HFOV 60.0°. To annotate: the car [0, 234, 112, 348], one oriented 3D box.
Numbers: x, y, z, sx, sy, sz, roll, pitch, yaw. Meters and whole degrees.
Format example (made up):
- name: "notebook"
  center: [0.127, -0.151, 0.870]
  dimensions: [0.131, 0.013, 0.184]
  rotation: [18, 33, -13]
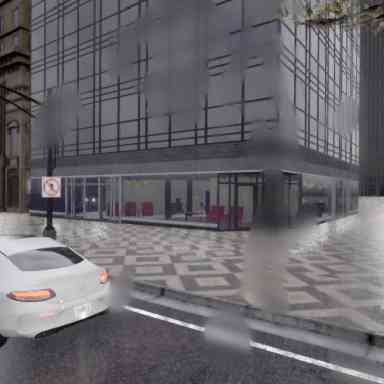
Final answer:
- name: "car"
  center: [-3.453, 1.524, 6.143]
  dimensions: [4.674, 1.442, 1.812]
  rotation: [0, 0, 35]
